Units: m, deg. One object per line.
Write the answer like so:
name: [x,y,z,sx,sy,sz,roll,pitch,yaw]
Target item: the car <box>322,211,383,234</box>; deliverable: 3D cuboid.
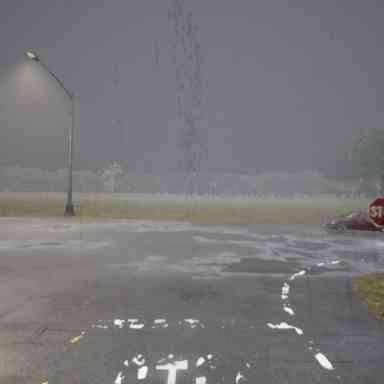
car: [11.192,2.006,22.316,4.674,1.442,1.812,1,1,0]
